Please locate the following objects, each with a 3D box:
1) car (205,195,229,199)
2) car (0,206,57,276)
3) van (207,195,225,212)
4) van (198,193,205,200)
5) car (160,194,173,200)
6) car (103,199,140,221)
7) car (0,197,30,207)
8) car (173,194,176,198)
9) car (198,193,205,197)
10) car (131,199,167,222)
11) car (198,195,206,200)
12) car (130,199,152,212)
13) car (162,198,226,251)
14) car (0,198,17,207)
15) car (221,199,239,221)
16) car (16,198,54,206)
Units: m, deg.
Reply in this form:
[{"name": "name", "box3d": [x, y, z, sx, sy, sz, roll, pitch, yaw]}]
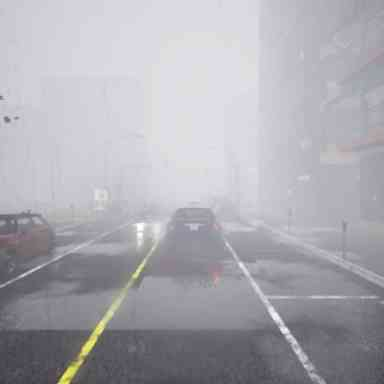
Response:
[{"name": "car", "box3d": [2.673, 1.241, 32.071, 2.192, 1.841, 5.009, 0, 0, 0]}, {"name": "car", "box3d": [-5.700, 1.414, 9.959, 1.967, 1.590, 4.097, 0, 0, 0]}, {"name": "van", "box3d": [2.672, 1.256, 37.599, 1.690, 1.788, 3.998, 0, 0, 0]}, {"name": "van", "box3d": [2.657, 1.166, 92.087, 1.690, 1.788, 3.998, 0, 0, 0]}, {"name": "car", "box3d": [-5.716, 1.422, 70.003, 1.947, 1.339, 4.313, 0, 0, 0]}, {"name": "car", "box3d": [-5.705, 1.377, 26.542, 1.967, 1.590, 4.097, 0, 0, 0]}, {"name": "car", "box3d": [-30.288, 1.702, 56.926, 4.097, 1.590, 1.967, -1, 1, 0]}, {"name": "car", "box3d": [-5.720, 1.406, 81.051, 1.947, 1.339, 4.313, 0, 0, 0]}, {"name": "car", "box3d": [2.665, 1.438, 69.994, 1.802, 1.307, 4.206, 0, 0, 0]}, {"name": "car", "box3d": [-3.101, 1.504, 25.290, 1.994, 1.385, 4.181, 0, 0, 0]}, {"name": "car", "box3d": [2.660, 1.377, 86.564, 1.887, 1.381, 4.507, 0, 0, 0]}, {"name": "car", "box3d": [-5.707, 1.497, 37.598, 1.802, 1.307, 4.206, 0, 0, 0]}, {"name": "car", "box3d": [0.084, 1.316, 14.111, 2.097, 1.767, 4.553, 0, 0, 0]}, {"name": "car", "box3d": [-27.986, 1.863, 48.306, 4.403, 1.369, 2.008, -1, 1, 0]}, {"name": "car", "box3d": [2.676, 1.482, 26.543, 1.887, 1.381, 4.507, 0, 0, 0]}, {"name": "car", "box3d": [-22.417, 1.782, 48.348, 4.403, 1.369, 2.008, -1, 1, 0]}]
